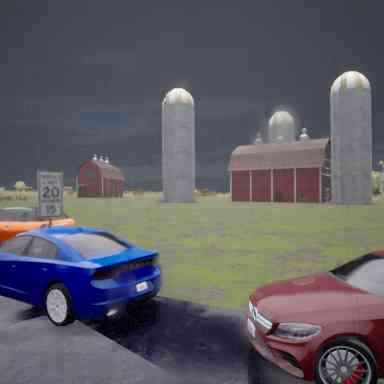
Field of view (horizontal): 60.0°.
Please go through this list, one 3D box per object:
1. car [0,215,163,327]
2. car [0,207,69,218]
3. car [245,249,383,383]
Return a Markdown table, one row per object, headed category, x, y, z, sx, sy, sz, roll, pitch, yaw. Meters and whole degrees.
| category | x | y | z | sx | sy | sz | roll | pitch | yaw |
| --- | --- | --- | --- | --- | --- | --- | --- | --- | --- |
| car | -2.936 | 1.480 | 7.093 | 5.008 | 1.535 | 1.882 | 0 | 0 | 33 |
| car | -6.832 | 1.366 | 13.180 | 4.553 | 1.767 | 2.097 | 0 | 0 | 21 |
| car | 3.090 | 1.557 | 4.616 | 4.674 | 1.442 | 1.812 | 1 | 0 | -7 |
